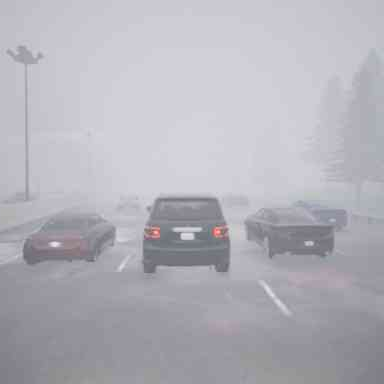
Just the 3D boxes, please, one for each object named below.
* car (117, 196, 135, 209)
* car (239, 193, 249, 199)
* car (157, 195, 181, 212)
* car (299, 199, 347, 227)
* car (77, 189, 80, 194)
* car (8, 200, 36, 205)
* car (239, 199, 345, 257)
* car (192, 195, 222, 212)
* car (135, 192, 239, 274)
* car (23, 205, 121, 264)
[{"bbox_3d":[-5.691,0.976,30.237,1.895,1.301,4.718,0,1,-8],"label":"car"},{"bbox_3d":[4.316,0.778,34.106,1.882,1.535,5.008,0,1,-9],"label":"car"},{"bbox_3d":[-2.200,0.972,30.515,1.895,1.301,4.718,0,1,-8],"label":"car"},{"bbox_3d":[6.288,1.113,17.785,1.882,1.535,5.008,0,1,-4],"label":"car"},{"bbox_3d":[-25.673,0.006,72.933,1.812,1.442,4.674,0,1,-13],"label":"car"},{"bbox_3d":[-16.970,0.805,33.026,2.128,1.511,4.902,0,1,-10],"label":"car"},{"bbox_3d":[3.179,1.233,11.835,1.882,1.535,5.008,0,1,-3],"label":"car"},{"bbox_3d":[1.293,0.968,30.766,1.895,1.301,4.718,0,1,-8],"label":"car"},{"bbox_3d":[-0.217,1.014,10.021,2.150,2.045,5.566,0,1,-2],"label":"car"},{"bbox_3d":[-3.783,1.335,10.957,1.994,1.385,4.181,0,1,-3],"label":"car"}]
